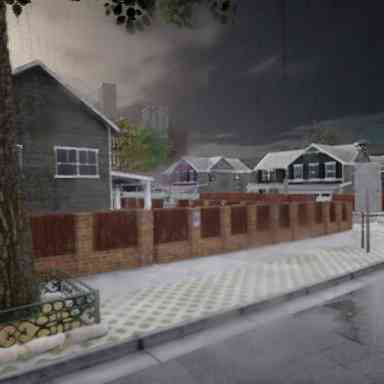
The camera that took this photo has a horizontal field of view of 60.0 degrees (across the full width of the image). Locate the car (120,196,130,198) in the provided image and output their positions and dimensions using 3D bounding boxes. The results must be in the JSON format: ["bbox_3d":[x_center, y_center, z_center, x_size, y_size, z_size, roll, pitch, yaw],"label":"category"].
[{"bbox_3d":[-9.653,1.197,46.316,1.994,1.385,4.181,-2,2,-39],"label":"car"}]
